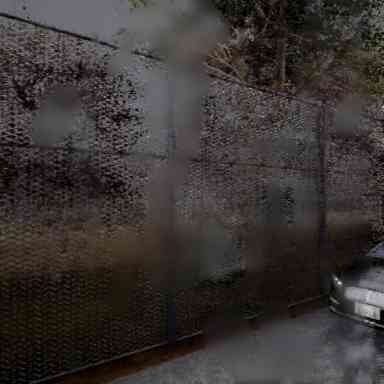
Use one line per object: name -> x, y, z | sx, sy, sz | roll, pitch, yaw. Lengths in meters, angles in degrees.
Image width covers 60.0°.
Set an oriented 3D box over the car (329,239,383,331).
car -> 4.586, 1.508, 6.364 | 4.902, 1.511, 2.128 | 0, 0, -36
